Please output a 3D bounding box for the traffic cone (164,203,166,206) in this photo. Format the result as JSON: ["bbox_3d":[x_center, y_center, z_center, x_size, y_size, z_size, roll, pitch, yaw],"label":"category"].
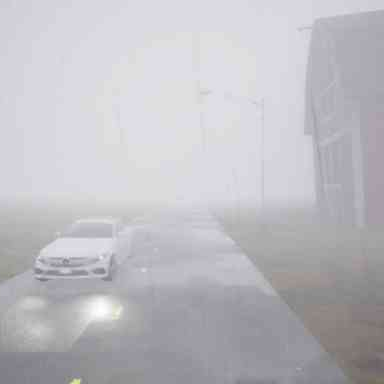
[{"bbox_3d":[-3.856,1.806,42.874,0.340,0.580,0.340,0,0,0],"label":"traffic cone"}]

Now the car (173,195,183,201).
[{"bbox_3d":[-2.991,1.225,71.904,1.895,1.301,4.718,0,1,-9],"label":"car"}]

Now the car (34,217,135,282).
[{"bbox_3d":[-2.850,1.507,9.819,1.812,1.442,4.674,0,0,0],"label":"car"}]
